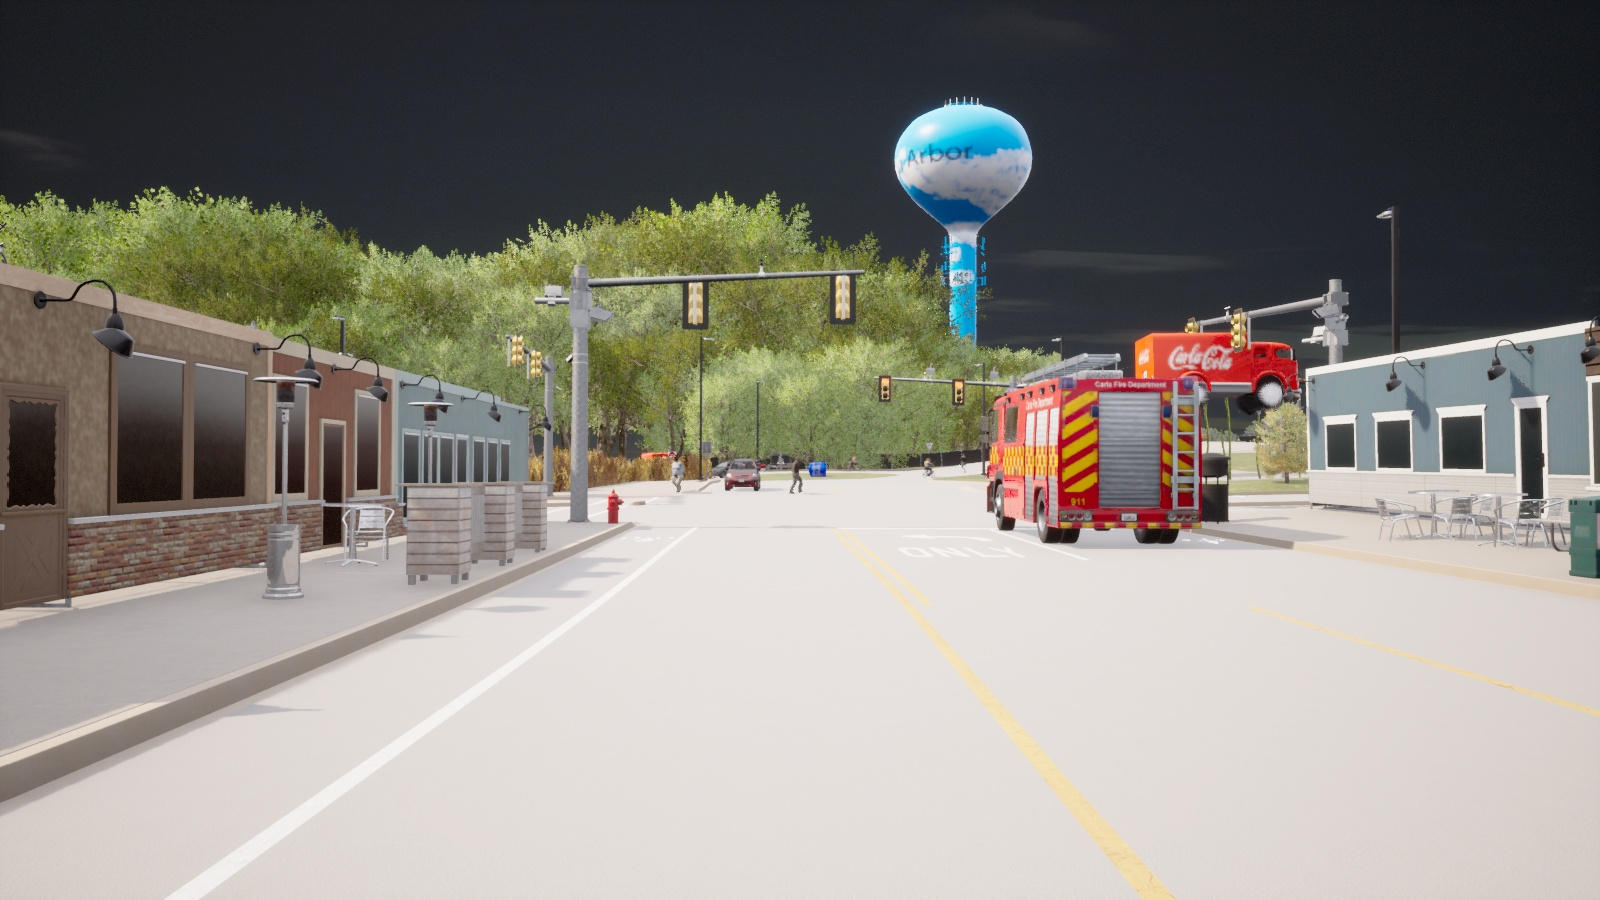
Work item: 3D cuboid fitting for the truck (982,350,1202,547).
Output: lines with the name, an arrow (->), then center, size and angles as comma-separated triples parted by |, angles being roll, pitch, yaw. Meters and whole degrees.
truck -> 6.313, 0.008, 28.718 | 2.891, 3.827, 8.468 | 0, -1, -1

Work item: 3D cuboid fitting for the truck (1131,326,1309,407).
truck -> 14.458, -2.841, 43.499 | 5.204, 2.467, 2.627 | 0, -3, 0

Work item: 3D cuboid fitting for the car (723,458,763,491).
car -> -2.920, 1.247, 64.968 | 1.851, 1.617, 3.988 | 0, 1, 0

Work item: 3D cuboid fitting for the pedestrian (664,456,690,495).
pedestrian -> -5.927, 1.219, 60.538 | 0.874, 1.855, 0.900 | -1, -1, 29

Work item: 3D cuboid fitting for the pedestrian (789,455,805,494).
pedestrian -> -0.131, 1.184, 60.131 | 0.720, 1.854, 0.376 | 0, -1, -4
